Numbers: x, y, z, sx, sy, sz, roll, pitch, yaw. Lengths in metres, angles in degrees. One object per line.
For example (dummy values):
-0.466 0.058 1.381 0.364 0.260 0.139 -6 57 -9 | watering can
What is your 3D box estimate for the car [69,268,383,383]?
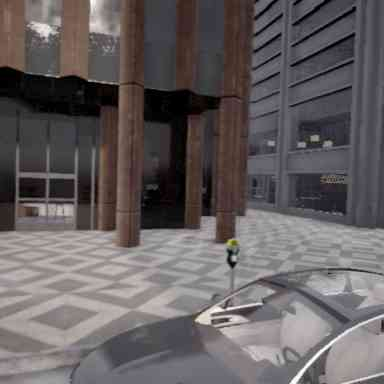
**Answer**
1.169 1.474 3.006 4.403 1.369 2.008 1 2 -20 | car
